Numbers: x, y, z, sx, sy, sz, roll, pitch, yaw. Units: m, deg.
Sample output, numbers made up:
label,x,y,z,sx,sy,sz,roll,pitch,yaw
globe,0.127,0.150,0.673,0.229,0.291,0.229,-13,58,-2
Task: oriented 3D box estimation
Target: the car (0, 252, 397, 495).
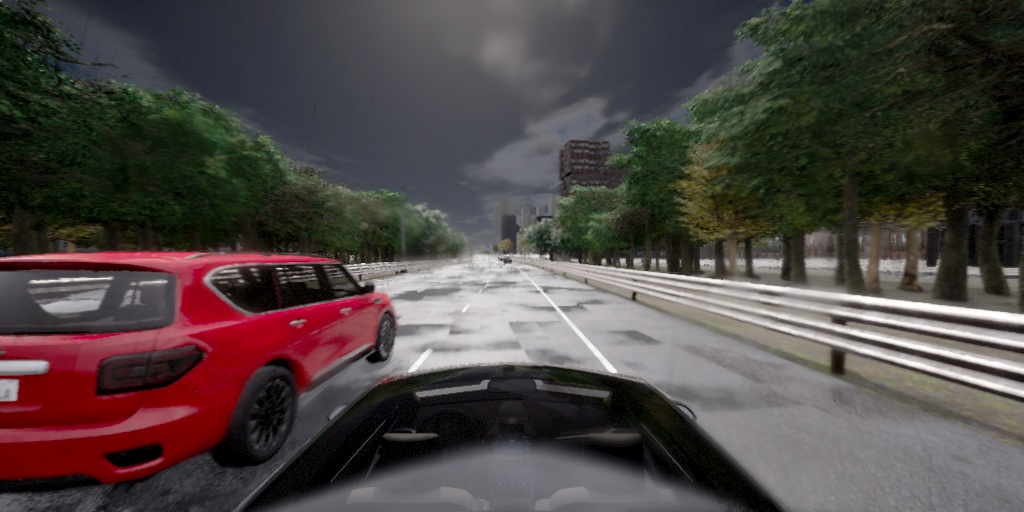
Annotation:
label,x,y,z,sx,sy,sz,roll,pitch,yaw
car,-3.415,0.979,5.037,2.150,2.045,5.566,0,0,0
